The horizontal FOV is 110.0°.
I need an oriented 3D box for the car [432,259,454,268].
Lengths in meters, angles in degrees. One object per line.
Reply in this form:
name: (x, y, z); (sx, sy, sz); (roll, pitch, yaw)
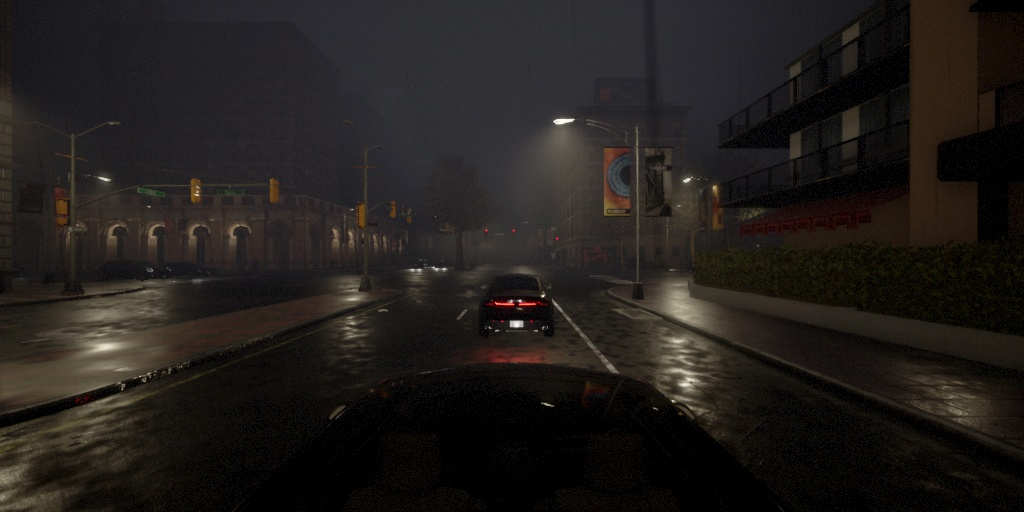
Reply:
car: (-11.302, 1.314, 58.747); (1.994, 1.385, 4.181); (0, 0, 0)

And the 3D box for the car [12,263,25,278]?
car: (-48.002, 0.972, 32.466); (5.566, 2.045, 2.150); (0, 0, 0)

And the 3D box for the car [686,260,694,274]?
car: (21.899, 1.351, 39.579); (4.718, 1.301, 1.895); (0, 0, 0)

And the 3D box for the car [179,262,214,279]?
car: (-29.710, 1.276, 32.422); (4.674, 1.442, 1.812); (0, 0, 0)

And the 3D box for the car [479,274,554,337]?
car: (0.117, 1.255, 10.339); (1.837, 1.490, 4.892); (0, 0, 0)

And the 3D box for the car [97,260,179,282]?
car: (-30.296, 1.102, 28.922); (4.553, 1.767, 2.097); (0, 0, 0)

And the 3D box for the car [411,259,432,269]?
car: (-14.808, 1.241, 57.978); (2.128, 1.511, 4.902); (0, 0, 0)
